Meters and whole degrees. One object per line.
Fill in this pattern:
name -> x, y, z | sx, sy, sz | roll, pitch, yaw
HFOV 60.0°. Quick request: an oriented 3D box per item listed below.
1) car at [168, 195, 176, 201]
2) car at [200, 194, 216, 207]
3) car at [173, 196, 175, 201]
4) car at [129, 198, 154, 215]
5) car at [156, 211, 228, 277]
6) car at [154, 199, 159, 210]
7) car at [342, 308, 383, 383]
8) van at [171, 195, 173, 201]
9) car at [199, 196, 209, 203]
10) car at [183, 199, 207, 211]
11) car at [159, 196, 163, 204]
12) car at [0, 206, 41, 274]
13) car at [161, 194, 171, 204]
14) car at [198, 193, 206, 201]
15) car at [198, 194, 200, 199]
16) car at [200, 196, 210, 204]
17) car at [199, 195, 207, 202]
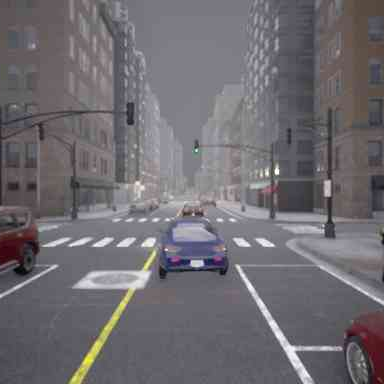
car -> -5.387, 1.581, 88.738 | 1.802, 1.307, 4.206 | 0, 0, 0
car -> 2.638, 1.446, 50.555 | 1.967, 1.590, 4.097 | 0, 0, 0
car -> -5.387, 1.523, 83.115 | 1.752, 1.417, 4.829 | 0, 0, 0
car -> -5.387, 1.557, 34.200 | 2.008, 1.369, 4.403 | 0, 0, 0
car -> -0.116, 1.528, 10.178 | 1.812, 1.442, 4.674 | 0, 0, -6
car -> -5.387, 1.551, 39.655 | 1.887, 1.381, 4.507 | 0, 0, 0
car -> 2.637, 1.582, 2.315 | 1.802, 1.307, 4.206 | 0, 0, 0
van -> -5.387, 1.342, 66.924 | 1.690, 1.788, 3.998 | 0, 0, 0
car -> 2.638, 1.550, 72.373 | 2.008, 1.369, 4.403 | 0, 0, 0
car -> 0.101, 1.607, 30.796 | 1.895, 1.301, 4.718 | 0, 0, 0
car -> -5.387, 1.532, 44.938 | 1.752, 1.417, 4.829 | 0, 0, 0
car -> -5.388, 1.317, 7.737 | 2.192, 1.841, 5.009 | 0, 0, 0
car -> -5.387, 1.569, 61.471 | 1.947, 1.339, 4.313 | 0, 0, 0
car -> 2.637, 1.314, 88.735 | 2.192, 1.841, 5.009 | 0, 0, 0
car -> 2.638, 1.443, 61.464 | 1.967, 1.590, 4.097 | 0, 0, 0
car -> 2.638, 1.546, 66.918 | 1.887, 1.381, 4.507 | 0, 0, 0
car -> 2.638, 1.524, 77.997 | 1.752, 1.417, 4.829 | 0, 0, 0
